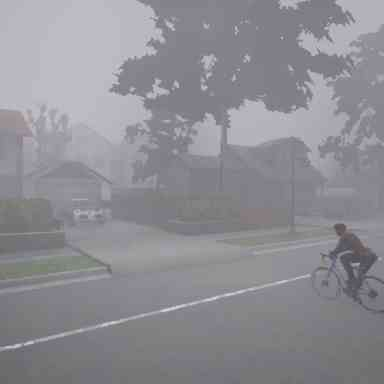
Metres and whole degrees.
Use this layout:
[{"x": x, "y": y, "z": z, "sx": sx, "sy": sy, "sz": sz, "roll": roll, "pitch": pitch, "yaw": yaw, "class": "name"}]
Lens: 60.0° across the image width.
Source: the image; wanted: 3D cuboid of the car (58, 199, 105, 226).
[{"x": -6.634, "y": 1.168, "z": 19.898, "sx": 1.970, "sy": 1.475, "sz": 3.806, "roll": 0, "pitch": 0, "yaw": -35, "class": "car"}]

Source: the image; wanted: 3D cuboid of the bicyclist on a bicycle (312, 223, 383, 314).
[{"x": 3.083, "y": 1.453, "z": 6.578, "sx": 0.582, "sy": 1.620, "sz": 1.656, "roll": 0, "pitch": 0, "yaw": -36, "class": "bicyclist on a bicycle"}]
